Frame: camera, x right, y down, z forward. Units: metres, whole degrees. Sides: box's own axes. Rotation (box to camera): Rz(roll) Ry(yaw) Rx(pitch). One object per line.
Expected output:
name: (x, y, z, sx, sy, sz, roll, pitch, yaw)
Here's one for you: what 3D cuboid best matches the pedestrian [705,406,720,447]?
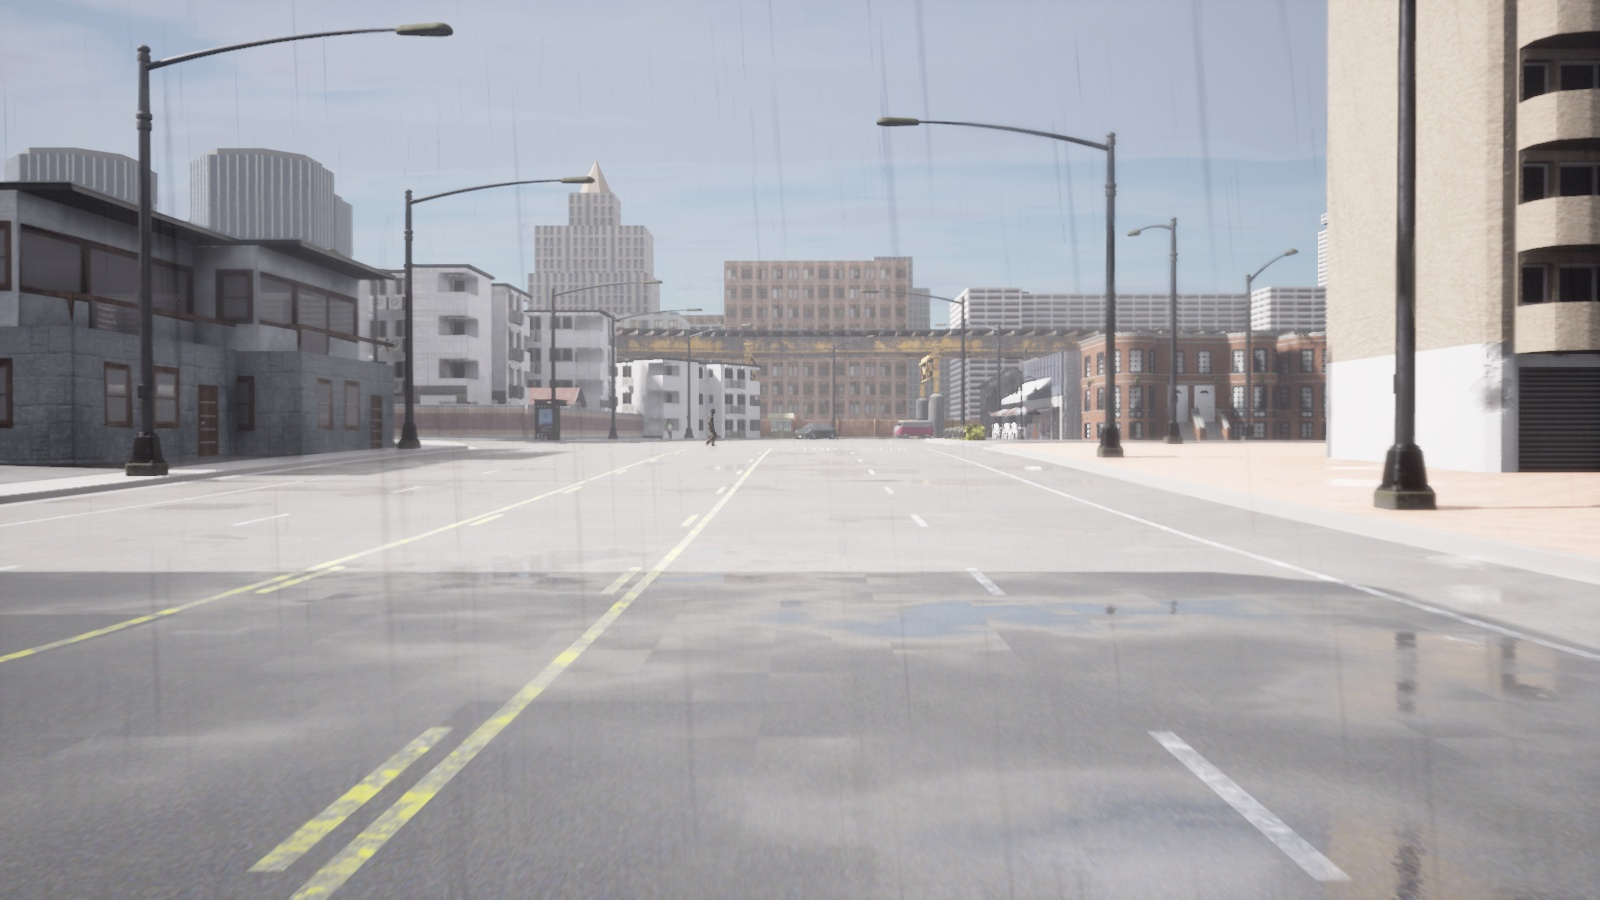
pedestrian: (-4.076, -1.085, 58.336, 0.692, 1.930, 0.395, 0, 1, -3)
